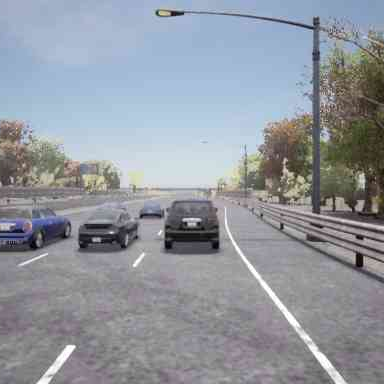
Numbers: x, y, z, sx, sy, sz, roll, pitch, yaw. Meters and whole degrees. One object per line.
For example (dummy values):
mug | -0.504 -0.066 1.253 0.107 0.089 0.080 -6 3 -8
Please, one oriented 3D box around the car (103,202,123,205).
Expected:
car | -7.000 1.572 29.651 2.033 1.411 5.357 0 0 0

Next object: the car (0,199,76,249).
car | -7.000 1.366 14.621 2.097 1.767 4.553 0 0 0

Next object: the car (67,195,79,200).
car | -28.000 1.414 78.899 2.097 1.767 4.553 0 0 0

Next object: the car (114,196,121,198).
car | -17.500 1.611 78.868 1.994 1.385 4.181 0 0 0

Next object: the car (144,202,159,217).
car | -3.500 1.582 29.651 1.994 1.385 4.181 0 0 0

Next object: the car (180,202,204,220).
car | 0.000 1.626 29.681 1.895 1.301 4.718 0 0 0

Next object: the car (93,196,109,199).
car | -21.000 1.598 78.868 2.033 1.411 5.357 0 0 0

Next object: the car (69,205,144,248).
car | -3.500 1.516 14.651 1.837 1.490 4.892 0 0 0

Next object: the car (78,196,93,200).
car | -24.500 1.584 78.868 2.128 1.511 4.902 0 0 0

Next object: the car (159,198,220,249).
car | 0.000 1.257 14.681 2.150 2.045 5.566 0 0 0
